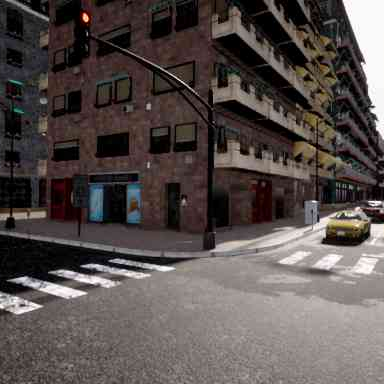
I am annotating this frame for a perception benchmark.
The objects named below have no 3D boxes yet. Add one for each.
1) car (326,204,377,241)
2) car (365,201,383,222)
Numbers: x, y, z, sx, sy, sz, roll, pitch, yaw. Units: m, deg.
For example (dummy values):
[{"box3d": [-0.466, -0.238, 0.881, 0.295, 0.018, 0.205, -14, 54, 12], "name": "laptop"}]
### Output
[{"box3d": [8.021, 1.535, 16.899, 1.752, 1.417, 4.829, 1, 1, 34], "name": "car"}, {"box3d": [14.405, 1.457, 26.411, 1.967, 1.590, 4.097, 1, 1, 34], "name": "car"}]
